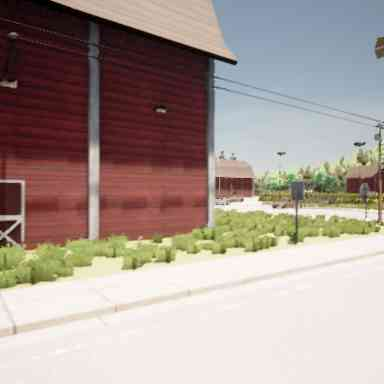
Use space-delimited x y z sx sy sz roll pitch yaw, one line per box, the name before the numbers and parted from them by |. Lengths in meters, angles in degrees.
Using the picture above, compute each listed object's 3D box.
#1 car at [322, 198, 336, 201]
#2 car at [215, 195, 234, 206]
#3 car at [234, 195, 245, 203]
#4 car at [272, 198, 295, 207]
car | 22.906 1.704 55.583 3.905 1.438 1.784 0 0 -36
car | 4.809 1.446 57.572 3.866 1.878 1.905 0 0 -36
car | 9.490 1.490 73.621 4.605 1.855 1.932 0 0 -36
car | 13.227 1.642 47.025 4.193 1.474 1.816 0 0 -36
